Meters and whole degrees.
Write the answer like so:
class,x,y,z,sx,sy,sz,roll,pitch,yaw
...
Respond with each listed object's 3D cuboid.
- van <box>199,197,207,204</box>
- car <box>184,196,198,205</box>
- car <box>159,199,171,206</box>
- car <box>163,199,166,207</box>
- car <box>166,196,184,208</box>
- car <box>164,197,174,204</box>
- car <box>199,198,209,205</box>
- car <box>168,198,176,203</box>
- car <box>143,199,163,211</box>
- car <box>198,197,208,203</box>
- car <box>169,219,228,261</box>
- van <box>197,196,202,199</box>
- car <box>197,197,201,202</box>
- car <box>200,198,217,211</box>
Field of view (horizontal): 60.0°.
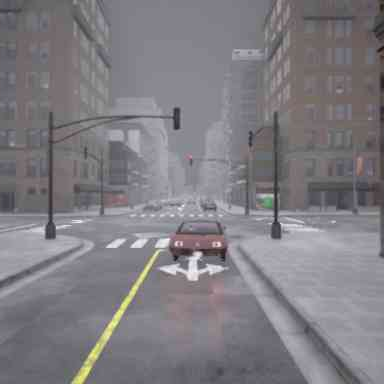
class,x,y,z,sx,sy,sz,roll,pitch,yaw
van,2.556,1.980,78.908,1.690,1.788,3.998,0,-1,0
car,-0.100,2.132,73.414,1.994,1.385,4.181,0,-1,0
car,-5.507,2.088,67.913,2.008,1.369,4.403,0,-1,0
car,-5.565,1.833,51.383,1.967,1.590,4.097,0,0,0
car,-2.950,1.937,59.161,1.882,1.535,5.008,0,0,1
car,-5.469,2.079,78.935,1.967,1.590,4.097,0,-1,0
car,2.537,2.137,73.396,2.008,1.369,4.403,0,-1,0
car,-5.431,2.295,89.955,2.008,1.369,4.403,0,-1,0
car,-5.584,1.787,45.872,1.967,1.590,4.097,0,0,0
car,2.479,2.021,56.865,1.802,1.307,4.206,0,-1,0
car,0.389,1.687,12.721,1.895,1.301,4.718,0,0,5
van,2.518,1.878,67.887,1.690,1.788,3.998,0,-1,0
car,2.498,2.053,62.375,1.947,1.339,4.313,0,-1,0
car,2.441,1.913,45.843,1.947,1.339,4.313,0,0,0
